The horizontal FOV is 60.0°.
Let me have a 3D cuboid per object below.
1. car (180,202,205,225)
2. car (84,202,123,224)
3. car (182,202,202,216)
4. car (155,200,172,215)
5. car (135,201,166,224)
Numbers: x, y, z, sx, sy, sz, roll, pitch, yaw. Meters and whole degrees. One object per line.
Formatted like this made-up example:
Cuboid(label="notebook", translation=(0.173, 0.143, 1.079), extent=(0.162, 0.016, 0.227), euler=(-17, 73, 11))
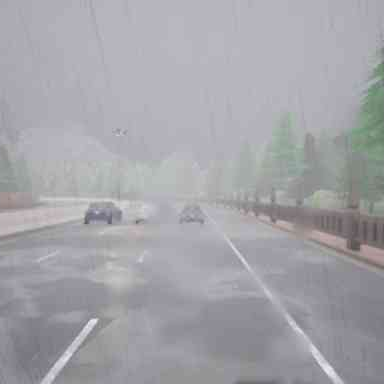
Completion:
Cuboid(label="car", translation=(0.010, 1.753, 25.875), extent=(2.033, 1.411, 5.357), euler=(0, 0, 0))
Cuboid(label="car", translation=(-6.986, 1.562, 26.636), extent=(2.097, 1.767, 4.553), euler=(0, -1, 0))
Cuboid(label="car", translation=(0.025, 1.844, 37.484), extent=(2.033, 1.411, 5.357), euler=(0, 0, 0))
Cuboid(label="car", translation=(-3.462, 1.658, 38.755), extent=(2.097, 1.767, 4.553), euler=(0, -1, 0))
Cuboid(label="car", translation=(-3.389, 1.739, 26.880), extent=(1.812, 1.442, 4.674), euler=(0, 0, 0))
